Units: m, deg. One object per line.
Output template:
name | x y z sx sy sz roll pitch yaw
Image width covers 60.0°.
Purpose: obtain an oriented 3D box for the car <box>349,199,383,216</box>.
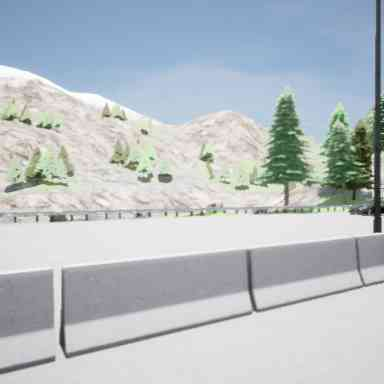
car | 18.250 1.487 33.863 4.553 1.767 2.097 0 0 -23
